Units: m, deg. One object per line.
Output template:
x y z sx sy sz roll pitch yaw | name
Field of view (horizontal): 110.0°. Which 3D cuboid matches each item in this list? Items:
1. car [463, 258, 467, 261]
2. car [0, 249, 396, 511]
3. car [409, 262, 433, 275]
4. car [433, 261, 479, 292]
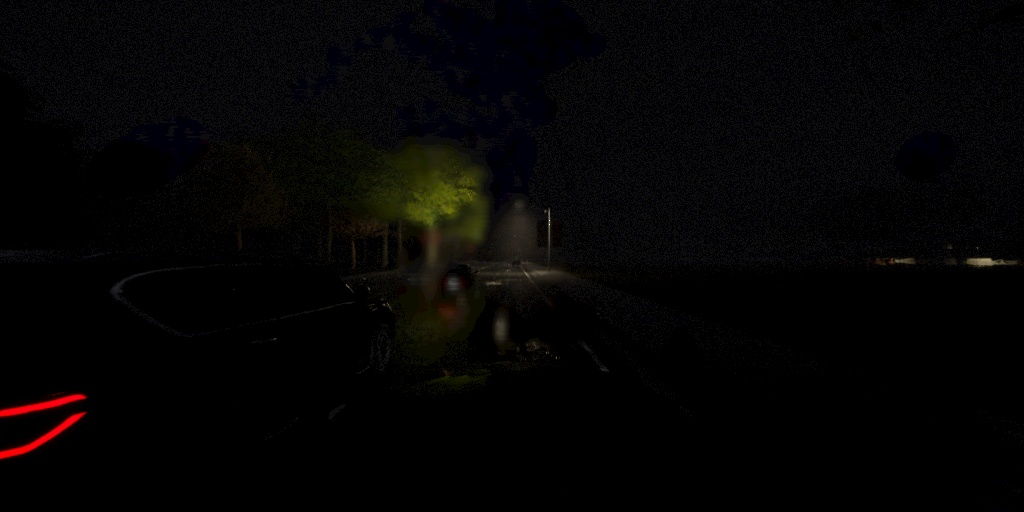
-6.587 1.296 40.602 1.812 1.442 4.674 0 0 0 | car
-3.149 0.972 4.103 2.150 2.045 5.566 0 0 0 | car
-9.835 1.334 39.390 1.994 1.385 4.181 0 0 0 | car
-3.149 1.263 21.615 1.837 1.490 4.892 0 0 0 | car
